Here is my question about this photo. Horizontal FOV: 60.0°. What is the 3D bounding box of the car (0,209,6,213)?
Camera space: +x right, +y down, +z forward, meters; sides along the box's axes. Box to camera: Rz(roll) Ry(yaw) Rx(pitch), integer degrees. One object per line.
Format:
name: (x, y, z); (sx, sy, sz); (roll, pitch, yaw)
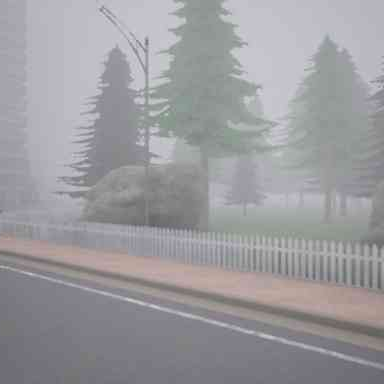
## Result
car: (-15.938, 1.520, 24.274); (1.812, 1.442, 4.674); (-1, 0, 24)

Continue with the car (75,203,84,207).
car: (-16.137, 1.573, 50.465); (2.033, 1.411, 5.357); (0, 0, -1)
